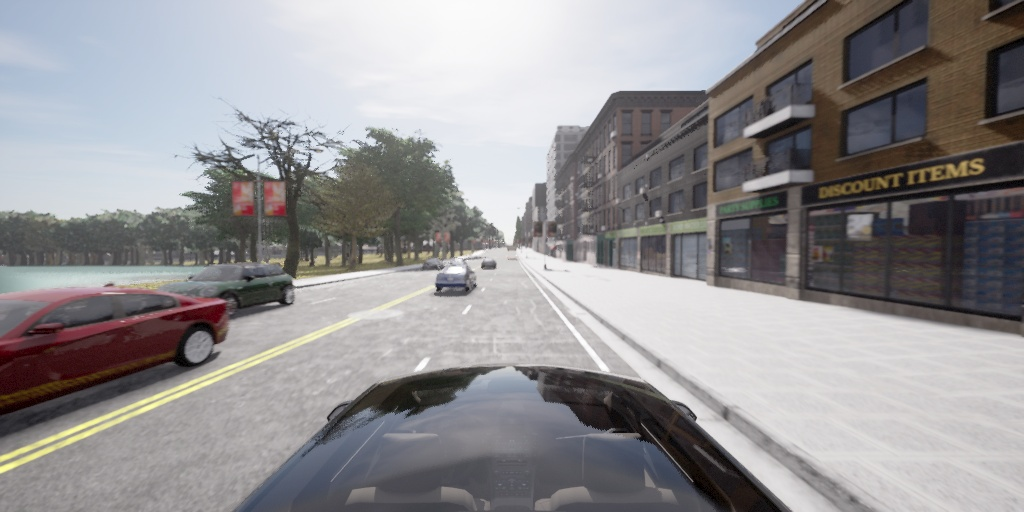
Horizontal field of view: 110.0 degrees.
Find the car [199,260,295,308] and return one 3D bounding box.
[{"bbox_3d":[-9.813,1.052,12.563,2.097,1.767,4.553,0,0,0],"label":"car"}]

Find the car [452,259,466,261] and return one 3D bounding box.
[{"bbox_3d":[-6.597,1.019,44.390,2.033,1.411,5.357,0,1,0],"label":"car"}]

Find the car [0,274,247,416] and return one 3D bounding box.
[{"bbox_3d":[-6.590,1.214,5.051,1.882,1.535,5.008,0,0,0],"label":"car"}]

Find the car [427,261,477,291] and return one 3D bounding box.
[{"bbox_3d":[-3.154,1.201,20.855,2.033,1.411,5.357,0,0,0],"label":"car"}]

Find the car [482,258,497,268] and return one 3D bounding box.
[{"bbox_3d":[-3.164,0.983,50.312,1.994,1.385,4.181,0,0,0],"label":"car"}]

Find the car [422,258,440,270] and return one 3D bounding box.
[{"bbox_3d":[-9.843,0.995,44.672,1.812,1.442,4.674,0,1,0],"label":"car"}]
